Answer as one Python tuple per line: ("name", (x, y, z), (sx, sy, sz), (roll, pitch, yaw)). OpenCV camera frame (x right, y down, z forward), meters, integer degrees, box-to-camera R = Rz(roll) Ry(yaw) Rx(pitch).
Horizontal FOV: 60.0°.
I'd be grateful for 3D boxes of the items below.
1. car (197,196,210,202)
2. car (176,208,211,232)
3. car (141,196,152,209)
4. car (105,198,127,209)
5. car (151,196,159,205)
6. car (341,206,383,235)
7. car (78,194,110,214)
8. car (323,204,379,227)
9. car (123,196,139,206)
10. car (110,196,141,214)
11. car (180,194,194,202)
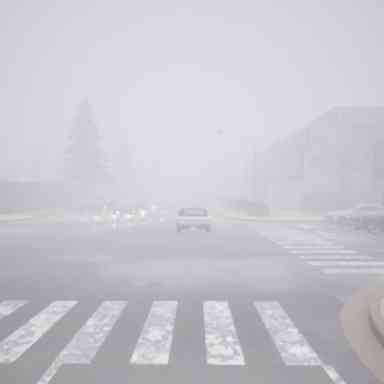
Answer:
("car", (2.646, 1.528, 74.766), (1.994, 1.385, 4.181), (0, 0, 20))
("car", (0.090, 1.594, 19.837), (1.895, 1.301, 4.718), (0, 0, 0))
("car", (-6.941, 1.586, 44.499), (1.895, 1.301, 4.718), (0, 0, 1))
("car", (-10.428, 1.586, 45.916), (1.895, 1.301, 4.718), (0, 0, 0))
("car", (-6.806, 1.473, 56.441), (2.128, 1.511, 4.902), (0, 0, 1))
("car", (11.124, 1.595, 18.354), (4.718, 1.301, 1.895), (0, 0, 0))
("car", (-10.494, 1.210, 36.195), (2.150, 2.045, 5.566), (0, 0, 1))
("car", (11.121, 1.518, 21.895), (4.674, 1.442, 1.812), (0, 0, 2))
("car", (-10.303, 1.486, 56.675), (1.837, 1.490, 4.892), (0, 0, 1))
("car", (-7.006, 1.514, 35.401), (1.812, 1.442, 4.674), (0, 0, 0))
("car", (-1.086, 1.330, 74.658), (2.097, 1.767, 4.553), (0, 0, 20))
